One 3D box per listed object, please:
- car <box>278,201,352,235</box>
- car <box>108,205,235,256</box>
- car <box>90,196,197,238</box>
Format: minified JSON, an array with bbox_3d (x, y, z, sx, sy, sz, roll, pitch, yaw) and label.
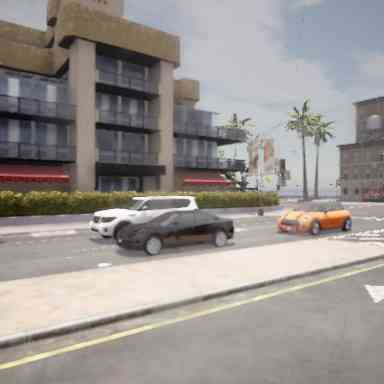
[{"bbox_3d":[6.906,1.339,18.664,4.553,1.767,2.097,0,0,-35],"label":"car"},{"bbox_3d":[-0.527,1.472,13.353,5.008,1.535,1.882,0,0,-35],"label":"car"},{"bbox_3d":[-2.127,1.215,16.498,5.566,2.045,2.150,0,0,-35],"label":"car"}]
